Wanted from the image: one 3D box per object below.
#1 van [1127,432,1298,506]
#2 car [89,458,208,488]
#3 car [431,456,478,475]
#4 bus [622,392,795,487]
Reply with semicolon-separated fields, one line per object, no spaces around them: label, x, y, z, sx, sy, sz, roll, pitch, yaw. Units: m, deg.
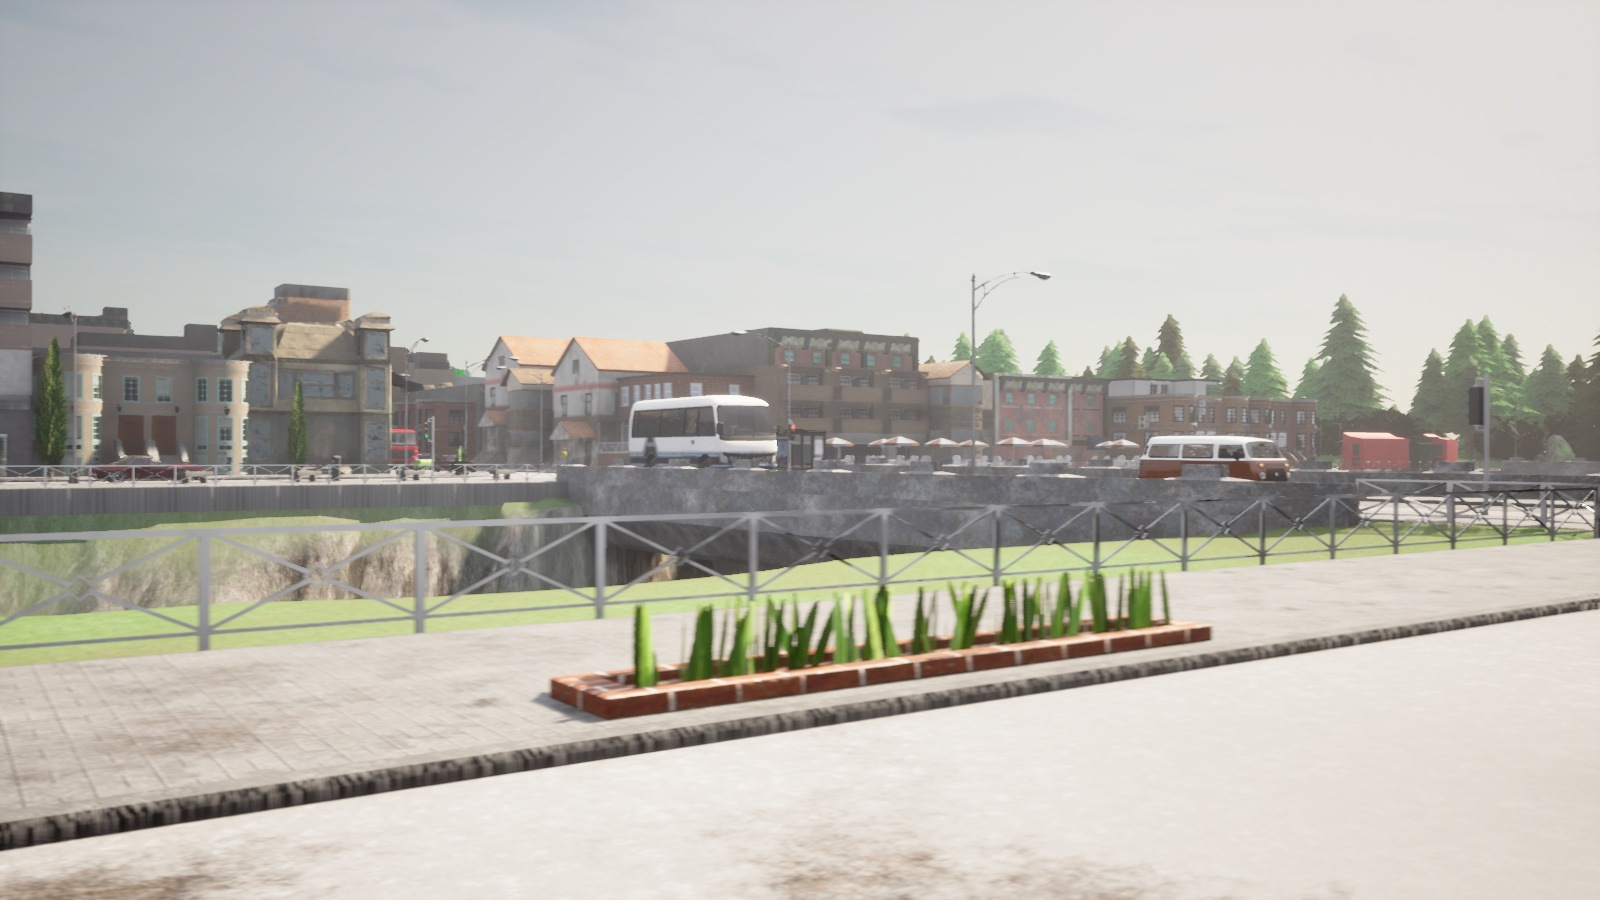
van;12.196;0.534;37.351;2.069;2.038;4.480;0;0;-35
car;-30.280;1.052;58.391;4.718;1.301;1.895;0;0;-35
car;-24.993;1.120;90.736;1.895;1.301;4.718;0;0;-34
bus;-4.671;-0.471;61.345;3.944;4.253;10.273;-1;0;-33
